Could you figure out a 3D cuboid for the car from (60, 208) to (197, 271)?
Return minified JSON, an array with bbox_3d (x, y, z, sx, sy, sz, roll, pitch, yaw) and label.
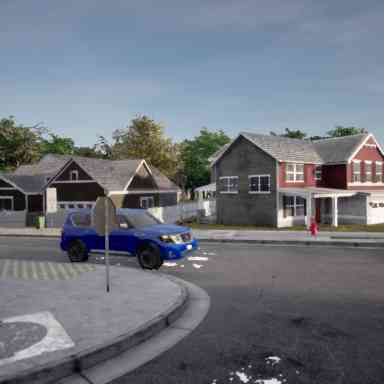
[{"bbox_3d":[-2.581,1.659,12.899,5.566,2.045,2.150,-2,0,26],"label":"car"}]
